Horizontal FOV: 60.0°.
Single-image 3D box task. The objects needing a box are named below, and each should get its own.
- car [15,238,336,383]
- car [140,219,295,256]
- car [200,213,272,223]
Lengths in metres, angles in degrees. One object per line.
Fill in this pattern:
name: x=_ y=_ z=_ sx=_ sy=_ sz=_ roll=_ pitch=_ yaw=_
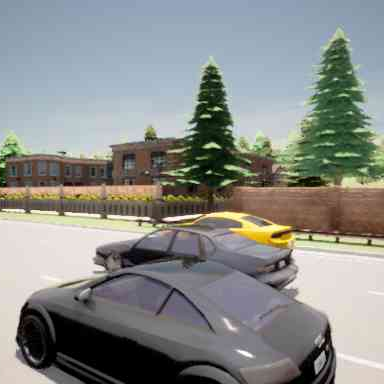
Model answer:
car: x=-0.429 y=1.564 z=4.297 sx=4.181 sy=1.385 sz=1.994 roll=0 pitch=0 yaw=36
car: x=-0.163 y=1.547 z=8.407 sx=5.357 sy=1.411 sz=2.033 roll=0 pitch=0 yaw=35
car: x=1.051 y=1.477 z=11.840 sx=5.008 sy=1.535 sz=1.882 roll=0 pitch=0 yaw=35
